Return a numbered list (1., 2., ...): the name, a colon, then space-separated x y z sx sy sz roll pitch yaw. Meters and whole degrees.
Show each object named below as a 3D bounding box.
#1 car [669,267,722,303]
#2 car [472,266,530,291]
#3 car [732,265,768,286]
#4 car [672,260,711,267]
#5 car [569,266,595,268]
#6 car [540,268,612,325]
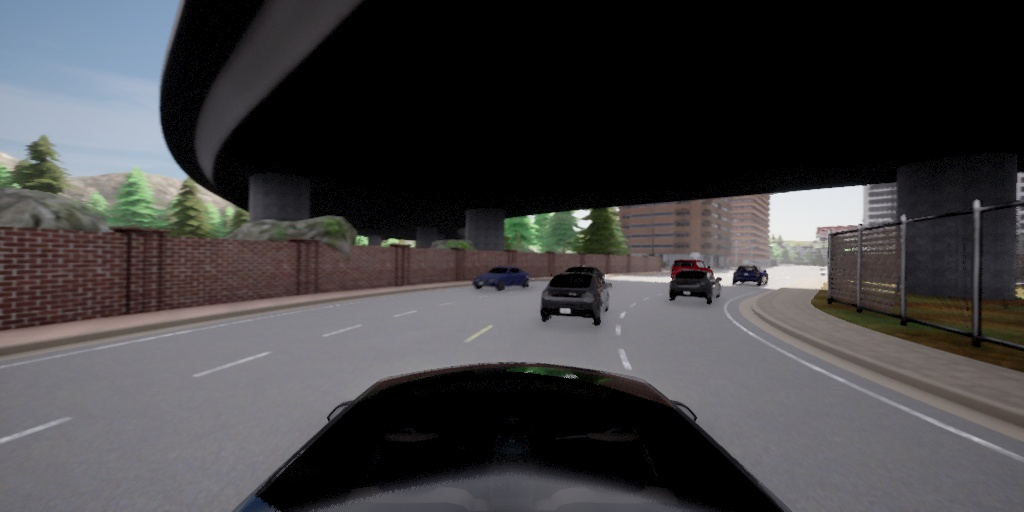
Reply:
1. car: 9.464 1.483 18.444 1.837 1.490 4.892 0 -1 36
2. car: -0.534 1.349 22.647 1.812 1.442 4.674 1 -1 33
3. car: 21.042 1.582 31.585 2.097 1.767 4.553 1 0 42
4. car: 15.402 1.350 30.627 2.150 2.045 5.566 1 0 42
5. car: 4.538 1.423 23.921 1.837 1.490 4.892 1 -1 38
6. car: 2.303 1.337 12.489 1.837 1.490 4.892 0 0 19
